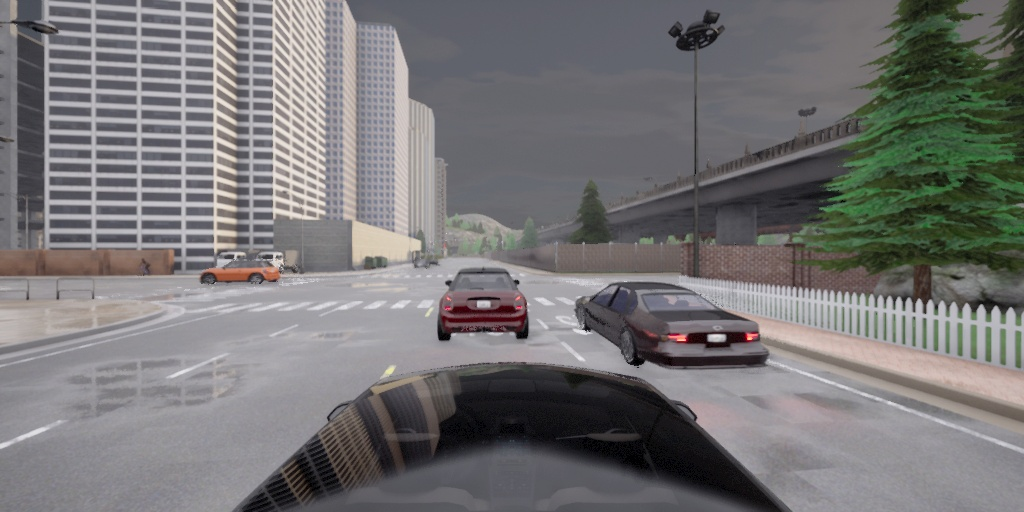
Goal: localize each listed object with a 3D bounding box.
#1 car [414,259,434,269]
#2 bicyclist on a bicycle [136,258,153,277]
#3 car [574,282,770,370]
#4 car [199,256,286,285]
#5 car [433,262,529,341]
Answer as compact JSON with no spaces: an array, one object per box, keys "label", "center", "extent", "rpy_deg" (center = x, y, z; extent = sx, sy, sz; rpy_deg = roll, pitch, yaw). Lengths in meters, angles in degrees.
[{"label":"car","center":[-13.138,1.122,52.327],"extent":[2.128,1.511,4.902],"rpy_deg":[0,0,-7]},{"label":"bicyclist on a bicycle","center":[-32.757,1.031,31.979],"extent":[0.582,1.620,1.656],"rpy_deg":[0,0,-7]},{"label":"car","center":[2.884,1.284,7.930],"extent":[2.033,1.411,5.357],"rpy_deg":[0,0,-5]},{"label":"car","center":[-19.075,1.100,25.218],"extent":[4.553,1.767,2.097],"rpy_deg":[0,0,-5]},{"label":"car","center":[-0.813,1.083,10.045],"extent":[2.097,1.767,4.553],"rpy_deg":[0,0,-5]}]
